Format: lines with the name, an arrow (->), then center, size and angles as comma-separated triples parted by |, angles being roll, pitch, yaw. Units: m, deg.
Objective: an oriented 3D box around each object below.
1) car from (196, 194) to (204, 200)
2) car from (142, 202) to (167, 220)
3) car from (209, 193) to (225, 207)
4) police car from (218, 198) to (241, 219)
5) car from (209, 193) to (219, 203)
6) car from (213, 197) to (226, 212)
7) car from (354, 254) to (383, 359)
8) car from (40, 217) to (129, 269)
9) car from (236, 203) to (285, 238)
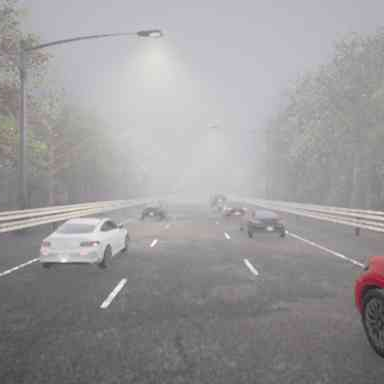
car -> 2.067, 1.564, 93.509 | 1.895, 1.301, 4.718 | 0, 0, 3
car -> -3.199, 1.570, 28.801 | 1.812, 1.442, 4.674 | 0, 0, 1
car -> 4.141, 1.298, 51.337 | 2.150, 2.045, 5.566 | 0, 0, 1
police car -> 3.716, 1.552, 29.400 | 2.038, 1.542, 4.974 | 0, 0, 1
car -> 4.791, 1.322, 73.237 | 2.150, 2.045, 5.566 | 0, 0, 2
car -> 3.901, 1.663, 40.383 | 1.895, 1.301, 4.718 | 0, 0, 1
car -> 3.616, 1.228, 2.825 | 2.150, 2.045, 5.566 | 0, 0, -1
car -> -3.360, 1.543, 11.068 | 1.812, 1.442, 4.674 | 0, 0, 0
car -> 3.690, 1.555, 17.914 | 1.812, 1.442, 4.674 | 0, 0, 1
